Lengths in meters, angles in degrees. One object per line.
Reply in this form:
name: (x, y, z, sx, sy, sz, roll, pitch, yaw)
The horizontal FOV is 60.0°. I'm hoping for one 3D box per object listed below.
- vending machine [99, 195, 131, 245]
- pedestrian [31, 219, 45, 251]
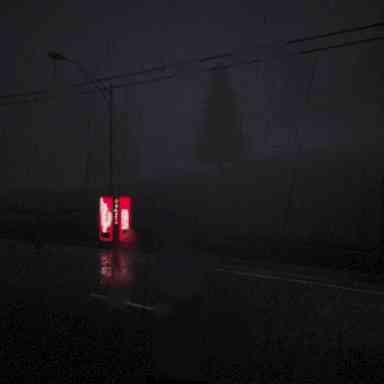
vending machine: (-3.373, 1.185, 14.620, 0.880, 2.100, 1.100, 0, 0, 28)
pedestrian: (-5.835, 1.563, 12.677, 0.375, 1.300, 0.375, 0, 0, 28)
